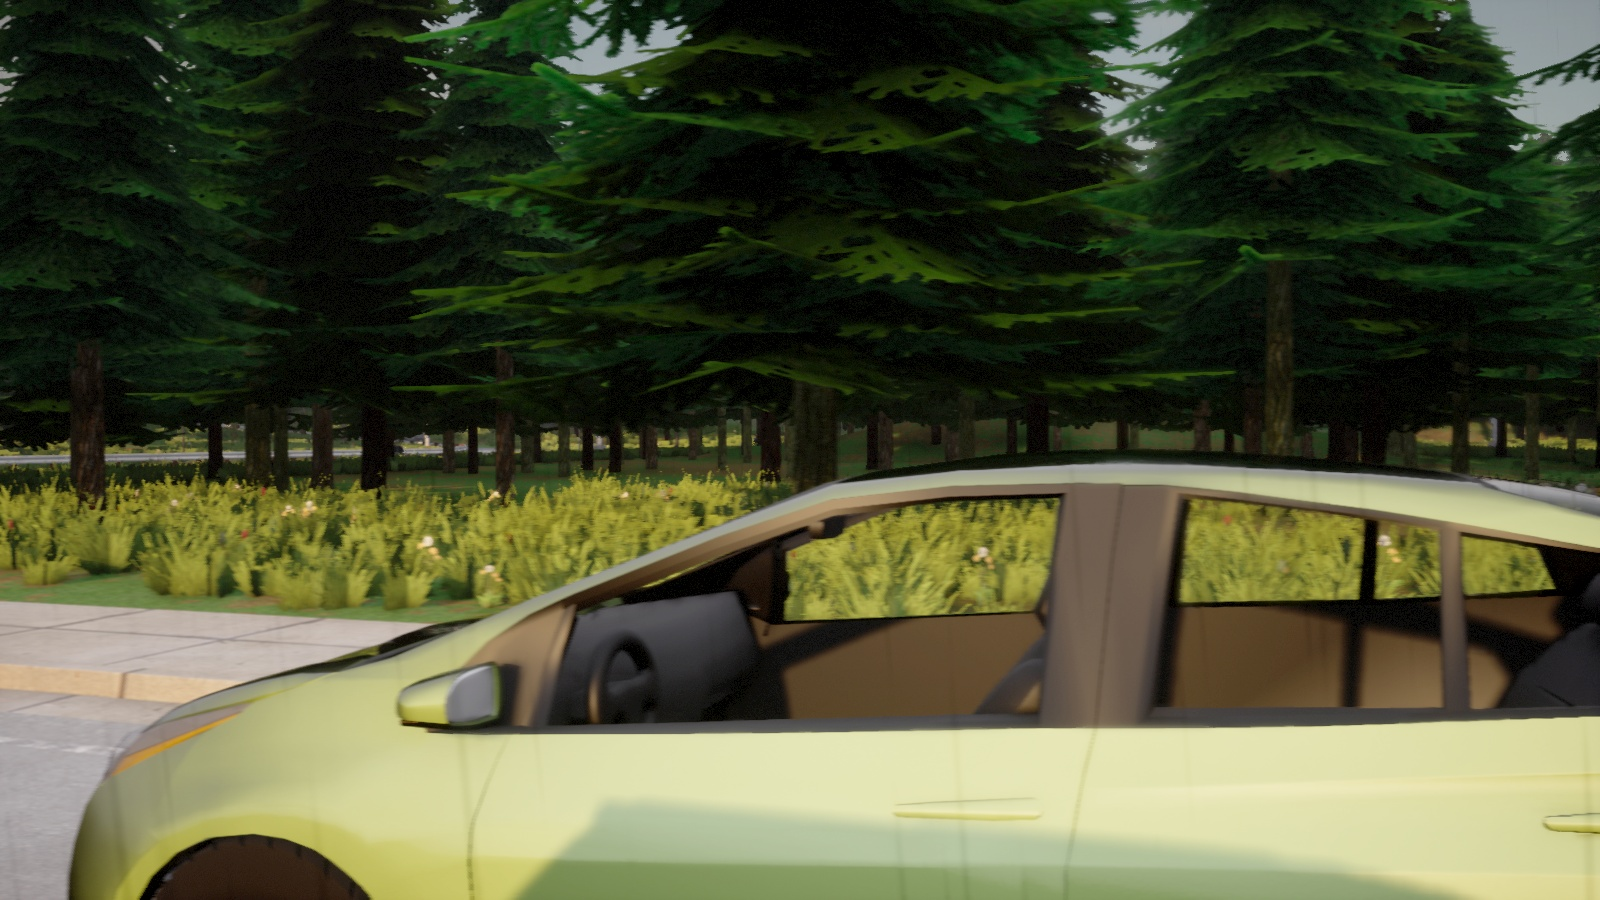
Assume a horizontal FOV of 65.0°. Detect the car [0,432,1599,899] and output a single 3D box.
[{"bbox_3d":[0.443,0.727,3.043,4.514,1.525,2.007,0,1,19],"label":"car"}]
